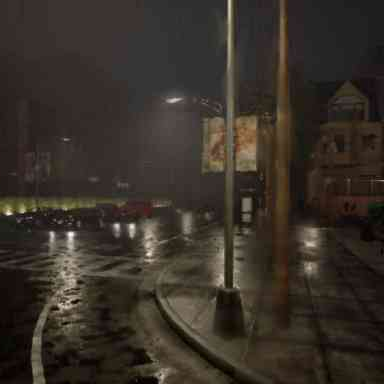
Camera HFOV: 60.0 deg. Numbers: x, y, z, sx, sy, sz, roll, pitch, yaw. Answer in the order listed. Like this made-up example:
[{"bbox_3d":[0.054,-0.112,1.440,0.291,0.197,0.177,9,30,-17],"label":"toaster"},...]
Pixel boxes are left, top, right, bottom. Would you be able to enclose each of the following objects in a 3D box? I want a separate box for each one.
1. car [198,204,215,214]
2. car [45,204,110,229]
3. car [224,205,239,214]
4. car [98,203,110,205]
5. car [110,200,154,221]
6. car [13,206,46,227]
[{"bbox_3d":[2.258,2.514,49.984,1.812,1.442,4.674,0,-1,16],"label":"car"},{"bbox_3d":[-8.436,1.916,25.132,1.837,1.490,4.892,0,-1,16],"label":"car"},{"bbox_3d":[6.389,2.629,50.030,1.895,1.301,4.718,0,-1,25],"label":"car"},{"bbox_3d":[-9.314,1.945,34.990,2.097,1.767,4.553,0,-1,16],"label":"car"},{"bbox_3d":[-5.827,1.836,34.452,2.150,2.045,5.566,0,-1,16],"label":"car"},{"bbox_3d":[-11.772,1.893,26.203,2.128,1.511,4.902,0,-1,16],"label":"car"}]
